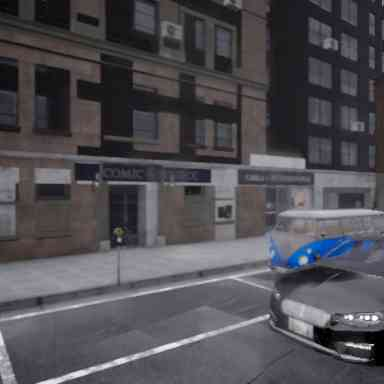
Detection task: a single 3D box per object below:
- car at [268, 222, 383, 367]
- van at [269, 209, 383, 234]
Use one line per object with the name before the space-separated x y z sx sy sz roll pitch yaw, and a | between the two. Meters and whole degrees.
car | 3.424 1.521 5.763 4.902 1.511 2.128 0 0 -35
van | 3.882 1.380 9.226 3.998 1.788 1.690 0 -1 -35
